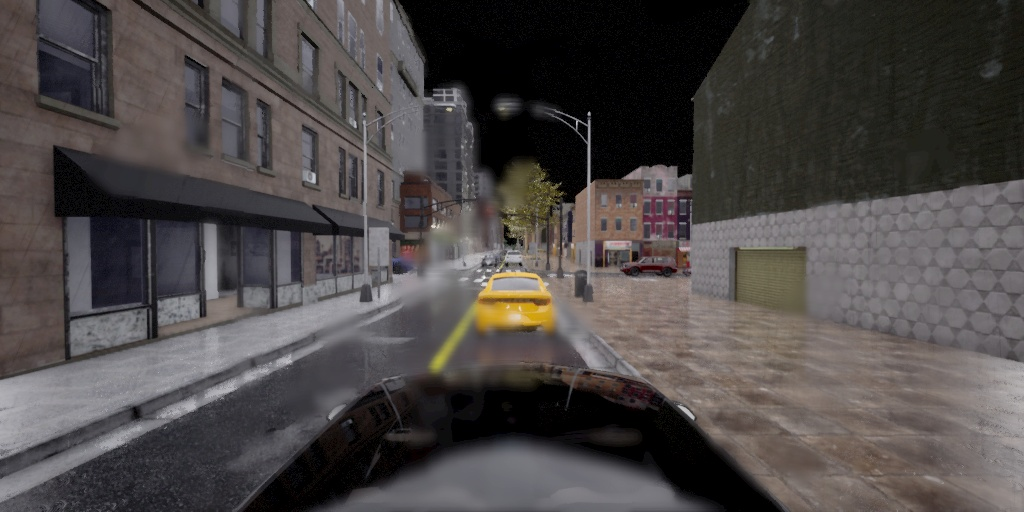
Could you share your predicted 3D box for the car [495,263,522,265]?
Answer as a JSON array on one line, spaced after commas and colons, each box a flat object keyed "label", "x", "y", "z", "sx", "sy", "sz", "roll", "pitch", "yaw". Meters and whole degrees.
[{"label": "car", "x": 0.076, "y": 1.248, "z": 19.856, "sx": 1.895, "sy": 1.301, "sz": 4.718, "roll": 0, "pitch": 1, "yaw": 0}]

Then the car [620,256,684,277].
[{"label": "car", "x": 12.716, "y": 0.948, "z": 33.384, "sx": 5.009, "sy": 1.841, "sz": 2.192, "roll": 0, "pitch": 0, "yaw": 0}]

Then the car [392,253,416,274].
[{"label": "car", "x": -11.179, "y": 0.542, "z": 30.823, "sx": 5.566, "sy": 2.045, "sz": 2.150, "roll": 1, "pitch": 1, "yaw": -3}]

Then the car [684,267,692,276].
[{"label": "car", "x": 18.118, "y": 1.292, "z": 33.391, "sx": 4.207, "sy": 1.307, "sz": 1.802, "roll": 0, "pitch": 0, "yaw": 0}]

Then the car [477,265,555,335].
[{"label": "car", "x": 0.100, "y": 1.205, "z": 10.414, "sx": 1.882, "sy": 1.535, "sz": 5.008, "roll": 0, "pitch": 0, "yaw": 0}]

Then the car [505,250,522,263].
[{"label": "car", "x": 0.187, "y": 0.234, "z": 49.615, "sx": 2.150, "sy": 2.045, "sz": 5.566, "roll": 0, "pitch": 2, "yaw": -1}]

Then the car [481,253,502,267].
[{"label": "car", "x": -2.821, "y": 0.608, "z": 45.972, "sx": 2.128, "sy": 1.511, "sz": 4.902, "roll": 0, "pitch": 2, "yaw": 1}]

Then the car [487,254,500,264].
[{"label": "car", "x": -2.821, "y": 0.436, "z": 55.813, "sx": 1.895, "sy": 1.301, "sz": 4.718, "roll": 0, "pitch": 2, "yaw": 0}]
